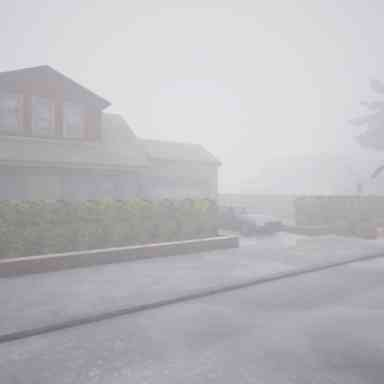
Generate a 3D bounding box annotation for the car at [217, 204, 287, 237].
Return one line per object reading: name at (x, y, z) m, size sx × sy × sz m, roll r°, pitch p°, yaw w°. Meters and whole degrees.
car at (2.235, 1.356, 16.975) m, size 2.033 × 1.415 × 5.357 m, roll 0°, pitch 0°, yaw -33°
